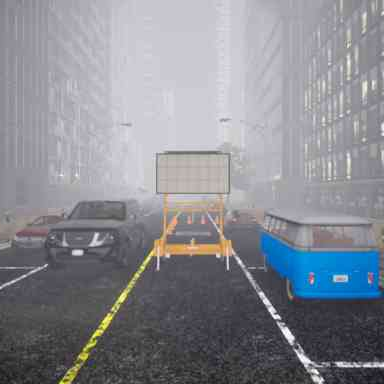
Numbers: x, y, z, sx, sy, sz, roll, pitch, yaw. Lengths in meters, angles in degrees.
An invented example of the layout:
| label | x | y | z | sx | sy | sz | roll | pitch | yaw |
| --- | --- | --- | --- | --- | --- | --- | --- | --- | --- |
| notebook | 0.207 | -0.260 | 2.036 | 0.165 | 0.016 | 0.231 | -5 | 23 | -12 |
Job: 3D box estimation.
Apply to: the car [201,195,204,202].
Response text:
| label | x | y | z | sx | sy | sz | roll | pitch | yaw |
| --- | --- | --- | --- | --- | --- | --- | --- | --- | --- |
| car | 2.866 | 1.538 | 53.446 | 2.008 | 1.369 | 4.403 | 0 | 0 | 0 |

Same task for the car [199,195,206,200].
| label | x | y | z | sx | sy | sz | roll | pitch | yaw |
| --- | --- | --- | --- | --- | --- | --- | --- | --- | --- |
| car | 3.000 | 1.462 | 93.293 | 1.887 | 1.381 | 4.507 | 0 | 0 | 0 |

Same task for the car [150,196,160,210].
| label | x | y | z | sx | sy | sz | roll | pitch | yaw |
| --- | --- | --- | --- | --- | --- | --- | --- | --- | --- |
| car | -5.552 | 1.548 | 42.092 | 2.008 | 1.369 | 4.403 | 0 | 0 | 0 |

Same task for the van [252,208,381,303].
| label | x | y | z | sx | sy | sz | roll | pitch | yaw |
| --- | --- | --- | --- | --- | --- | --- | --- | --- | --- |
| van | 2.714 | 1.341 | 7.907 | 1.690 | 1.788 | 3.998 | 0 | 0 | 0 |

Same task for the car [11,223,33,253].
| label | x | y | z | sx | sy | sz | roll | pitch | yaw |
| --- | --- | --- | --- | --- | --- | --- | --- | --- | --- |
| car | -5.648 | 1.582 | 13.629 | 1.802 | 1.307 | 4.206 | 0 | 0 | 0 |

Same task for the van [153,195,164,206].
| label | x | y | z | sx | sy | sz | roll | pitch | yaw |
| --- | --- | --- | --- | --- | --- | --- | --- | --- | --- |
| van | -5.514 | 1.328 | 53.477 | 1.690 | 1.788 | 3.998 | 0 | 0 | 0 |

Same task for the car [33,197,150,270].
| label | x | y | z | sx | sy | sz | roll | pitch | yaw |
| --- | --- | --- | --- | --- | --- | --- | --- | --- | --- |
| car | -2.965 | 1.221 | 11.405 | 2.150 | 2.045 | 5.566 | 0 | 0 | 0 |

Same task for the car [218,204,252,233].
| label | x | y | z | sx | sy | sz | roll | pitch | yaw |
| --- | --- | --- | --- | --- | --- | --- | --- | --- | --- |
| car | 2.752 | 1.581 | 19.291 | 1.802 | 1.307 | 4.206 | 0 | 0 | 0 |

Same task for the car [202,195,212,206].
| label | x | y | z | sx | sy | sz | roll | pitch | yaw |
| --- | --- | --- | --- | --- | --- | --- | --- | --- | --- |
| car | 2.848 | 1.544 | 47.753 | 2.008 | 1.369 | 4.403 | 0 | 0 | 0 |

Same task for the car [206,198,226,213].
| label | x | y | z | sx | sy | sz | roll | pitch | yaw |
| --- | --- | --- | --- | --- | --- | --- | --- | --- | --- |
| car | 2.809 | 1.581 | 36.368 | 1.802 | 1.307 | 4.206 | 0 | 0 | 0 |

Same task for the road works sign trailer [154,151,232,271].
| label | x | y | z | sx | sy | sz | roll | pitch | yaw |
| --- | --- | --- | --- | --- | --- | --- | --- | --- | --- |
| road works sign trailer | 0.034 | 0.464 | 10.935 | 2.380 | 3.560 | 2.880 | 0 | 0 | 0 |

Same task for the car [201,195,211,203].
| label | x | y | z | sx | sy | sz | roll | pitch | yaw |
| --- | --- | --- | --- | --- | --- | --- | --- | --- | --- |
| car | 2.924 | 1.401 | 70.523 | 1.967 | 1.590 | 4.097 | 0 | 0 | 0 |
